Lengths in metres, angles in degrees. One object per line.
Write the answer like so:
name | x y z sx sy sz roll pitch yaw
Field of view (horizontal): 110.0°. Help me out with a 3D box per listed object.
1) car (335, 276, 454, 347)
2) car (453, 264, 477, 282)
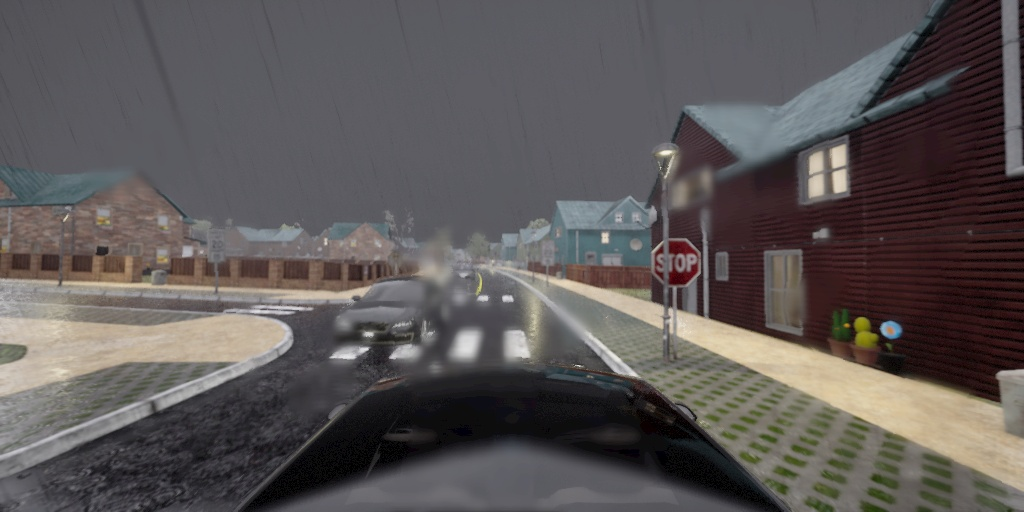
car | -2.883 1.329 9.562 1.837 1.490 4.892 0 0 -1
car | -4.186 1.459 32.132 2.128 1.511 4.902 0 0 -5
